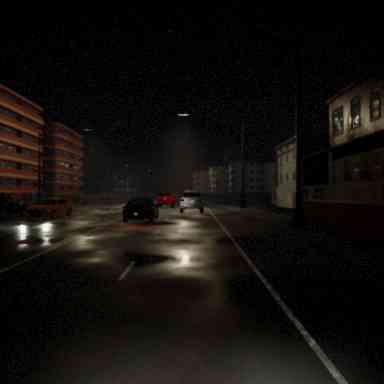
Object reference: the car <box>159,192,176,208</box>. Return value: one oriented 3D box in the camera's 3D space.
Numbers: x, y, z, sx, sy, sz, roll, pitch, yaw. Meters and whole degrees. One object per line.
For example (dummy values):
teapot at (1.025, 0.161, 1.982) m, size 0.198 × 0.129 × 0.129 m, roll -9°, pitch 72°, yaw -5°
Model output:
car at (-3.442, 1.070, 44.513) m, size 2.150 × 2.045 × 5.566 m, roll 0°, pitch -2°, yaw 0°

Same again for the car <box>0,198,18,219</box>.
car at (-14.019, 1.179, 24.788) m, size 2.128 × 1.511 × 4.902 m, roll 0°, pitch 0°, yaw 0°

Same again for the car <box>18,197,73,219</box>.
car at (-10.519, 1.170, 24.790) m, size 1.882 × 1.535 × 5.008 m, roll 0°, pitch 0°, yaw 0°

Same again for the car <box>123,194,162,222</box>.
car at (-3.418, 1.156, 22.704) m, size 1.882 × 1.535 × 5.008 m, roll 0°, pitch 1°, yaw 0°

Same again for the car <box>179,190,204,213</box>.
car at (-0.024, 0.882, 31.465) m, size 2.150 × 2.045 × 5.566 m, roll 0°, pitch 0°, yaw 0°
